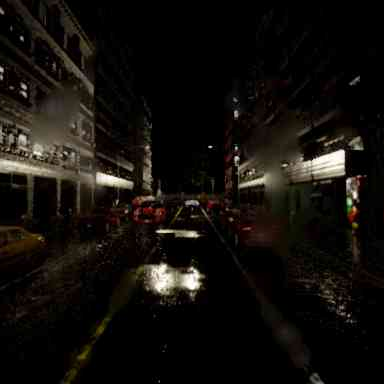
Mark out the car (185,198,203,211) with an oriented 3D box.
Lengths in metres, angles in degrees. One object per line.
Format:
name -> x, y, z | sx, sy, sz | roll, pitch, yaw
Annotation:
car -> 0.032, 1.756, 42.220 | 1.895, 1.301, 4.718 | 0, 0, 0

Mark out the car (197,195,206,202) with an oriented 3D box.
car -> 2.564, 1.646, 89.051 | 2.192, 1.841, 5.009 | 1, 0, 0

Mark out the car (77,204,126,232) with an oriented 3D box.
car -> -5.677, 1.621, 20.620 | 1.887, 1.381, 4.507 | 1, 0, 0

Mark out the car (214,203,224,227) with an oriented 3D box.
car -> 2.670, 1.621, 20.694 | 1.887, 1.381, 4.507 | 1, 0, 0

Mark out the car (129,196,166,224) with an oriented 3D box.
car -> -3.139, 1.445, 25.350 | 2.097, 1.767, 4.553 | 0, 0, 0

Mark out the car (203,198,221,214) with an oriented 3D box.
car -> 2.642, 1.684, 37.783 | 1.887, 1.381, 4.507 | 1, 0, 0

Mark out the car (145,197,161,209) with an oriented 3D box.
car -> -5.721, 1.621, 49.101 | 1.967, 1.590, 4.097 | 1, 0, 0

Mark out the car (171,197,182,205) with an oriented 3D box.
car -> -3.113, 1.771, 67.450 | 1.812, 1.442, 4.674 | 0, 0, 0

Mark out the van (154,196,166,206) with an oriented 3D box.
van -> -5.738, 1.564, 60.494 | 1.690, 1.788, 3.998 | 1, 0, 0

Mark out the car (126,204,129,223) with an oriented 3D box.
car -> -5.687, 1.648, 26.315 | 2.008, 1.369, 4.403 | 1, 0, 0

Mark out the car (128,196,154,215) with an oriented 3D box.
car -> -5.701, 1.454, 37.710 | 2.192, 1.841, 5.009 | 1, 0, 0

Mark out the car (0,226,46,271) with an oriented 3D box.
car -> -5.665, 1.559, 9.056 | 1.752, 1.417, 4.829 | 1, 0, 0

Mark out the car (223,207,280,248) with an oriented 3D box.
car -> 2.679, 1.600, 14.998 | 1.887, 1.381, 4.507 | 1, 0, 0

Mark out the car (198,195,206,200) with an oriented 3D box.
car -> 2.587, 1.792, 72.131 | 1.752, 1.417, 4.829 | 1, 0, 0

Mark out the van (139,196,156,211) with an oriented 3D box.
van -> -5.710, 1.501, 43.405 | 1.690, 1.788, 3.998 | 1, 0, 0

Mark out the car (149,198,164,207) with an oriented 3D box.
car -> -5.733, 1.753, 54.798 | 2.008, 1.369, 4.403 | 1, 0, 0
